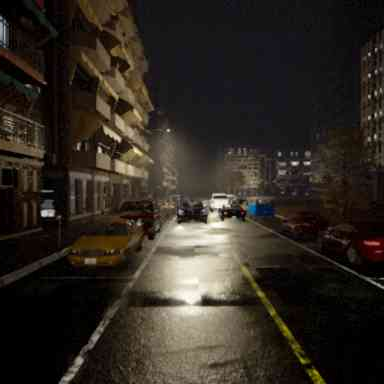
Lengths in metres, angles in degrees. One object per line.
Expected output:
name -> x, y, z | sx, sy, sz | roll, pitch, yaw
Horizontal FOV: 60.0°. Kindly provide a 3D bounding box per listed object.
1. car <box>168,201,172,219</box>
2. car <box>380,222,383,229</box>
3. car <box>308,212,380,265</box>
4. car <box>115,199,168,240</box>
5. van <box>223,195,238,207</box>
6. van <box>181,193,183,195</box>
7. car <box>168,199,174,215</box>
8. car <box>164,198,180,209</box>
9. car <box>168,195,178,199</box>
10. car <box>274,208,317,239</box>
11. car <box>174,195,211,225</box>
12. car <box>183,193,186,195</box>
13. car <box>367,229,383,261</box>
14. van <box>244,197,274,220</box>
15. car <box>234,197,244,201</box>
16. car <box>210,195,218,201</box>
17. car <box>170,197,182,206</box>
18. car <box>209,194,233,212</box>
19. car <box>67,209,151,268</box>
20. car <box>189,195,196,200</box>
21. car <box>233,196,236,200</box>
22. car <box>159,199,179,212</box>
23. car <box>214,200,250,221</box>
car -> -2.658, 1.521, 22.428 | 2.008, 1.369, 4.403 | 0, 0, 0
car -> 5.691, 1.528, 6.002 | 1.752, 1.417, 4.829 | 0, 0, 0
car -> 5.701, 1.579, 11.359 | 1.802, 1.307, 4.206 | 0, 0, 0
car -> -2.670, 1.291, 16.901 | 2.192, 1.841, 5.009 | 0, 0, 0
van -> 5.772, 1.312, 50.046 | 1.690, 1.788, 3.998 | 0, 0, 0
van -> -2.608, 1.297, 50.062 | 1.690, 1.788, 3.998 | 0, 0, 0
car -> -2.648, 1.516, 27.955 | 2.008, 1.369, 4.403 | 0, 0, 0
car -> -2.617, 1.502, 44.534 | 1.887, 1.381, 4.507 | 0, 0, 0
car -> -2.638, 1.402, 33.480 | 1.967, 1.590, 4.097 | 0, 0, 0
car -> 5.711, 1.573, 16.885 | 1.802, 1.307, 4.206 | 0, 0, 0
car -> 0.041, 1.325, 24.017 | 2.097, 1.767, 4.553 | 0, 0, 0
car -> -2.566, 1.522, 72.167 | 1.947, 1.339, 4.313 | 0, 0, 0
car -> 3.887, 1.460, 2.919 | 1.801, 1.575, 5.366 | 0, 0, 0
van -> 5.731, 1.322, 27.939 | 1.690, 1.788, 3.998 | 0, 0, 0
car -> 5.743, 1.502, 33.634 | 1.752, 1.417, 4.829 | 0, 0, 0
car -> 5.845, 1.522, 88.732 | 1.887, 1.381, 4.507 | 0, 0, 0
car -> -2.597, 1.537, 55.587 | 1.802, 1.307, 4.206 | 0, 0, 0
car -> 3.086, 1.195, 38.358 | 2.150, 2.045, 5.566 | 0, 0, 0
car -> -2.680, 1.507, 11.205 | 1.752, 1.417, 4.829 | 0, 0, 0
car -> 0.169, 1.487, 92.737 | 1.837, 1.490, 4.892 | 0, 0, 0
car -> 5.753, 1.540, 38.992 | 1.947, 1.339, 4.313 | 0, 0, 0
car -> -2.628, 1.525, 39.008 | 1.947, 1.339, 4.313 | 0, 0, 0
car -> 3.097, 1.578, 26.678 | 1.895, 1.301, 4.718 | 0, 0, 0
